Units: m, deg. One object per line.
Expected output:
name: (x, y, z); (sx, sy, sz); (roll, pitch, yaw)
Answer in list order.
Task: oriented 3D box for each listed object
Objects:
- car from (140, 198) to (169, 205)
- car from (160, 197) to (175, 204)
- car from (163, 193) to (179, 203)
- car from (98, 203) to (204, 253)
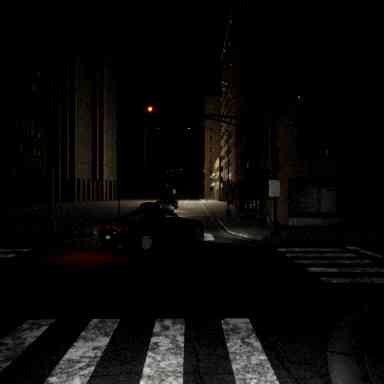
car: (-3.052, 1.479, 24.437); (1.882, 1.535, 5.008); (0, 0, 0)
car: (-3.034, 1.527, 34.401); (1.812, 1.442, 4.674); (0, 0, 0)
car: (-2.999, 1.222, 45.111); (2.150, 2.045, 5.566); (0, 0, 1)
car: (-1.498, 1.479, 13.981); (1.882, 1.535, 5.008); (1, 1, 39)
